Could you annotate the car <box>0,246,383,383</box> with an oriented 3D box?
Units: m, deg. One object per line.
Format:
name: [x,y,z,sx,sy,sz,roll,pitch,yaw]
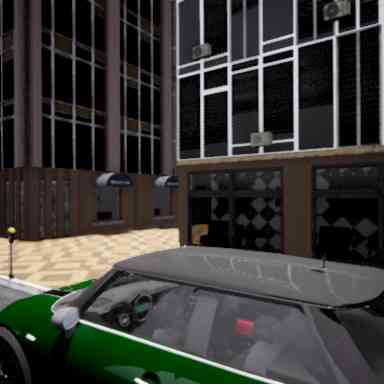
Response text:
car: [-0.147,1.367,3.350,4.553,1.767,2.097,-1,0,36]
